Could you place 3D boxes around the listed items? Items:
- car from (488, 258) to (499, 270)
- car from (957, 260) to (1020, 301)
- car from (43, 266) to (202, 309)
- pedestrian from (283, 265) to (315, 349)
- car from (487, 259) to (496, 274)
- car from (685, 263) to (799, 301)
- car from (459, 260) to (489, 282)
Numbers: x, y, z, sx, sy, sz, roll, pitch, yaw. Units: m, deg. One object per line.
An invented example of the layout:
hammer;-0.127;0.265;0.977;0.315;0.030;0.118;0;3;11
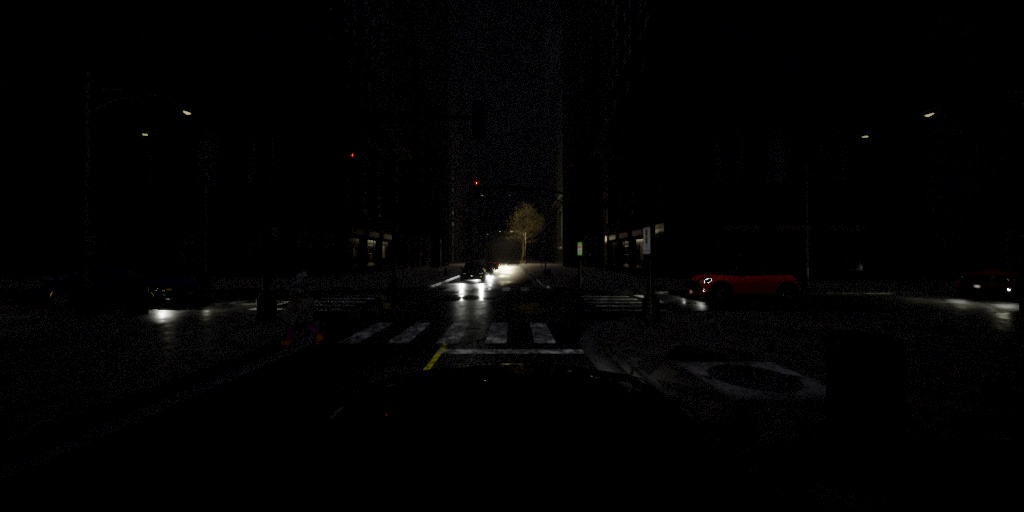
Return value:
car;-3.061;1.117;52.916;2.097;1.767;4.553;0;0;0
car;24.913;1.040;17.076;5.566;2.045;2.150;-1;0;0
car;-14.907;1.175;13.895;5.008;1.535;1.882;0;0;2
pedestrian;-4.618;1.043;7.789;0.375;1.860;0.375;0;0;0
car;-3.085;1.351;40.163;1.895;1.301;4.718;0;0;0
car;10.785;1.136;17.088;4.553;1.767;2.097;0;0;0
car;-3.092;1.252;29.117;1.837;1.490;4.892;0;0;-2
